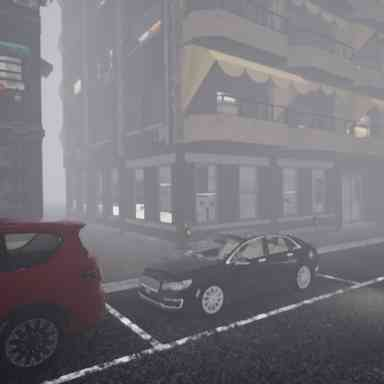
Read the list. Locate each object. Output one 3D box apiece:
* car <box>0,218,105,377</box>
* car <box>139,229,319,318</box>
[{"bbox_3d":[-3.576,1.316,4.014,5.009,1.841,2.192,0,-1,-35],"label":"car"},{"bbox_3d":[0.980,1.543,7.275,4.403,1.369,2.008,0,-1,-35],"label":"car"}]
